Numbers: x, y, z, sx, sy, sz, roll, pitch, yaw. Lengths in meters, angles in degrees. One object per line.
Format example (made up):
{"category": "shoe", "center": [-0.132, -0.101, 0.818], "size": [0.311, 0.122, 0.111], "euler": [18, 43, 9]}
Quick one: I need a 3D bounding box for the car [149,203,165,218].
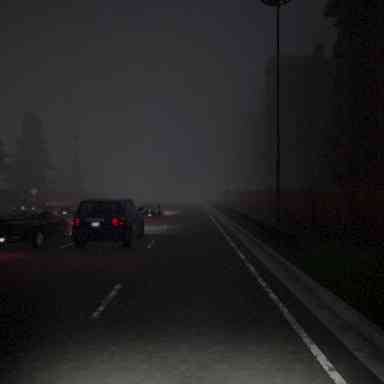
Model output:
{"category": "car", "center": [-3.500, 1.616, 29.751], "size": [1.895, 1.301, 4.718], "euler": [0, 0, 0]}

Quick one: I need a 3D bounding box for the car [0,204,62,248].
{"category": "car", "center": [-7.000, 1.516, 14.721], "size": [1.837, 1.490, 4.892], "euler": [0, 0, 0]}

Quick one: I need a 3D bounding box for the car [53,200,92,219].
{"category": "car", "center": [-10.500, 1.532, 29.721], "size": [1.812, 1.442, 4.674], "euler": [0, 0, 0]}

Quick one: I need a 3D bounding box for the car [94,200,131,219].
{"category": "car", "center": [-7.000, 1.495, 29.721], "size": [2.128, 1.511, 4.902], "euler": [0, 0, 0]}

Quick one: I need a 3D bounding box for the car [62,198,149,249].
{"category": "car", "center": [-3.500, 1.257, 14.751], "size": [2.150, 2.045, 5.566], "euler": [0, 0, 0]}

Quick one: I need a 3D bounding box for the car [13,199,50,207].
{"category": "car", "center": [-14.000, 1.365, 29.691], "size": [2.097, 1.767, 4.553], "euler": [0, 0, 0]}
